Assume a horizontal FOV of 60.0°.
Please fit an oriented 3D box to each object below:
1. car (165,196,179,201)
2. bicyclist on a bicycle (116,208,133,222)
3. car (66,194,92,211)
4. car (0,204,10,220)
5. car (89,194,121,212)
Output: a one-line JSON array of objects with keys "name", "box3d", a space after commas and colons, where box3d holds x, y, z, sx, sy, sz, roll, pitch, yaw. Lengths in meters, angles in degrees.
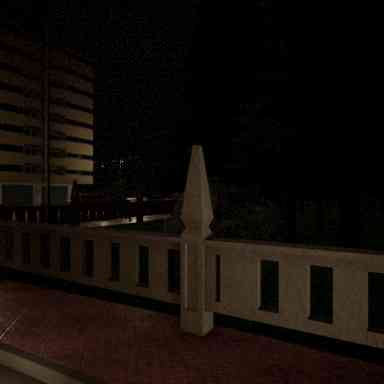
[{"name": "car", "box3d": [-3.307, 1.455, 56.546, 2.097, 1.767, 4.553, 0, 0, 29]}, {"name": "bicyclist on a bicycle", "box3d": [-4.880, 1.354, 24.007, 1.656, 1.620, 0.582, 0, 0, 29]}, {"name": "car", "box3d": [-12.496, 1.271, 40.149, 2.150, 2.045, 5.566, 0, 0, 29]}, {"name": "car", "box3d": [-16.529, 1.542, 25.641, 2.128, 1.511, 4.902, 0, 0, 29]}, {"name": "car", "box3d": [-9.237, 1.403, 38.803, 2.097, 1.767, 4.553, 0, 0, 29]}]
